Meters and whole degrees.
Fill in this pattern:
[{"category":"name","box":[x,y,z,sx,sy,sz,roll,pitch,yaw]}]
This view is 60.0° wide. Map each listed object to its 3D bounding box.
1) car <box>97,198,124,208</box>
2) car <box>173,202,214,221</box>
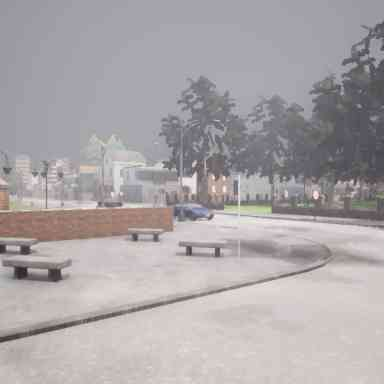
[{"category":"car","box":[-10.188,1.478,41.383,1.882,1.535,5.008,0,0,-35]},{"category":"car","box":[-0.155,1.526,27.131,1.812,1.442,4.674,0,0,-36]}]
